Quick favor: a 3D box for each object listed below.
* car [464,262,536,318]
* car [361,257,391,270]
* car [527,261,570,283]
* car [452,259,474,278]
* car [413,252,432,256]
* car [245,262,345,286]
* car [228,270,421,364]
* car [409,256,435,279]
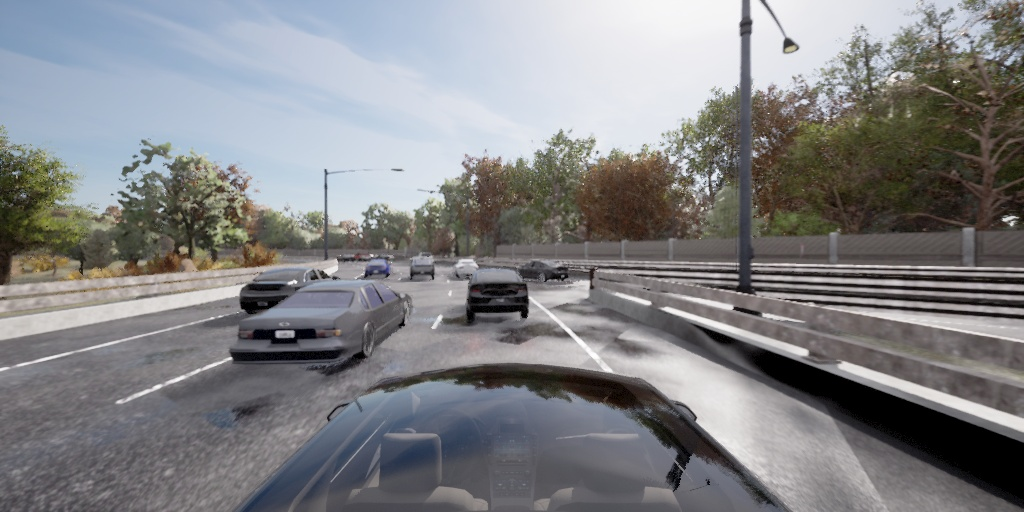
[{"bbox_3d":[-0.625,1.122,12.525,1.882,1.535,5.008,0,0,-7],"label":"car"},{"bbox_3d":[-11.171,1.022,30.029,1.812,1.442,4.674,0,1,-15],"label":"car"},{"bbox_3d":[1.931,1.060,25.274,1.837,1.490,4.892,-1,1,-35],"label":"car"},{"bbox_3d":[-3.872,1.005,29.793,1.812,1.442,4.674,0,1,-15],"label":"car"},{"bbox_3d":[-13.710,0.470,54.660,2.150,2.045,5.566,0,1,-29],"label":"car"},{"bbox_3d":[-7.744,1.162,13.112,1.837,1.490,4.892,0,1,-7],"label":"car"},{"bbox_3d":[-3.684,1.243,8.105,2.033,1.411,5.357,0,1,-3],"label":"car"},{"bbox_3d":[-7.230,0.990,28.841,2.128,1.511,4.902,0,1,-15],"label":"car"}]
